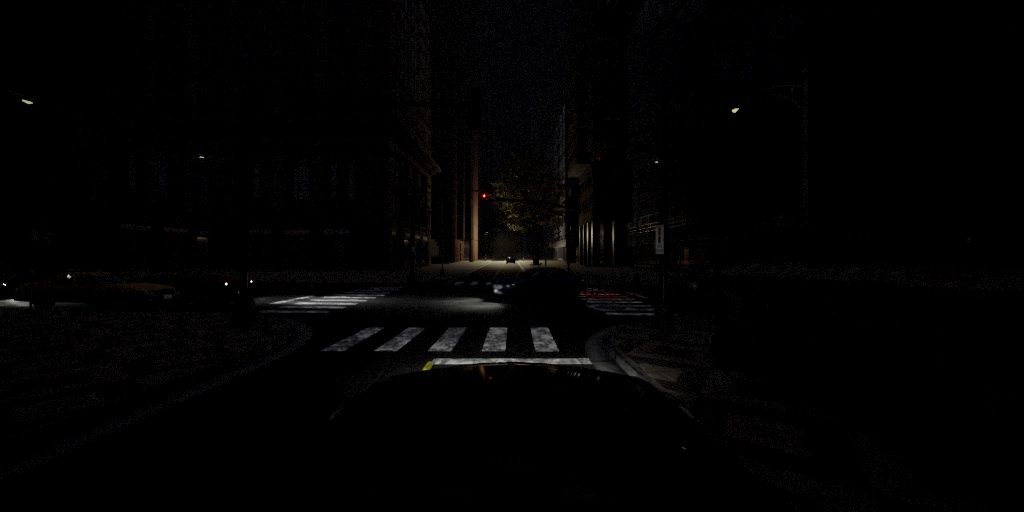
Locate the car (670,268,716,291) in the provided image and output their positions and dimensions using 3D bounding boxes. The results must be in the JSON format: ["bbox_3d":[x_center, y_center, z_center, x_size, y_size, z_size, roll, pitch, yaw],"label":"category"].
[{"bbox_3d":[11.860,1.381,21.550,4.403,1.370,2.007,0,0,0],"label":"car"}]

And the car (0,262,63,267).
[{"bbox_3d":[-23.858,1.076,15.773,5.357,1.411,2.033,1,0,0],"label":"car"}]

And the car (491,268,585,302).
[{"bbox_3d":[1.310,1.272,16.829,4.674,1.442,1.812,0,-1,-29],"label":"car"}]

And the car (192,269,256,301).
[{"bbox_3d":[-14.114,1.231,15.748,4.718,1.301,1.895,1,0,0],"label":"car"}]

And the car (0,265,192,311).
[{"bbox_3d":[-14.975,1.146,13.089,4.829,1.417,1.751,0,0,0],"label":"car"}]

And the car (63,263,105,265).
[{"bbox_3d":[-26.375,1.065,21.643,4.313,1.339,1.948,0,0,0],"label":"car"}]
